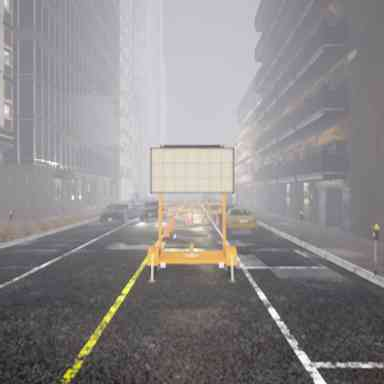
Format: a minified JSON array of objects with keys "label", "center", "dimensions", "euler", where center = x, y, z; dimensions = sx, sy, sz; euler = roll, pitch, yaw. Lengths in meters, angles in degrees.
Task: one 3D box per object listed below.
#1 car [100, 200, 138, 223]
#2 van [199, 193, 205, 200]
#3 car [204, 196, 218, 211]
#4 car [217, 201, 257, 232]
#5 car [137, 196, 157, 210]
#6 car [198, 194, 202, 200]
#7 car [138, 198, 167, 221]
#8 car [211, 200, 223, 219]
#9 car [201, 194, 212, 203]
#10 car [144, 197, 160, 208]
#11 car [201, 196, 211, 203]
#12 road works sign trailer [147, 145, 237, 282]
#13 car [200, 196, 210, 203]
[{"label":"car","center":[-5.668,1.529,25.237],"dimensions":[1.947,1.339,4.313],"euler":[0,0,0]},{"label":"van","center":[2.771,1.254,93.012],"dimensions":[1.690,1.788,3.998],"euler":[0,0,0]},{"label":"car","center":[2.722,1.501,36.528],"dimensions":[2.008,1.369,4.403],"euler":[0,0,0]},{"label":"car","center":[2.708,1.496,19.751],"dimensions":[1.752,1.417,4.829],"euler":[0,0,0]},{"label":"car","center":[-5.653,1.385,42.184],"dimensions":[1.967,1.590,4.097],"euler":[0,0,0]},{"label":"car","center":[2.743,1.246,59.121],"dimensions":[2.192,1.841,5.009],"euler":[0,0,0]},{"label":"car","center":[-3.076,1.466,26.992],"dimensions":[1.837,1.490,4.892],"euler":[0,0,0]},{"label":"car","center":[2.713,1.529,25.230],"dimensions":[1.947,1.339,4.313],"euler":[0,0,0]},{"label":"car","center":[2.732,1.381,47.824],"dimensions":[1.967,1.590,4.097],"euler":[0,0,0]},{"label":"car","center":[-5.648,1.466,47.661],"dimensions":[1.752,1.417,4.829],"euler":[0,0,0]},{"label":"car","center":[2.747,1.508,64.770],"dimensions":[1.802,1.307,4.206],"euler":[0,0,0]},{"label":"road works sign trailer","center":[0.008,0.449,9.644],"dimensions":[2.380,3.560,2.880],"euler":[0,0,0]},{"label":"car","center":[2.752,1.503,70.419],"dimensions":[1.802,1.307,4.206],"euler":[0,0,0]}]
